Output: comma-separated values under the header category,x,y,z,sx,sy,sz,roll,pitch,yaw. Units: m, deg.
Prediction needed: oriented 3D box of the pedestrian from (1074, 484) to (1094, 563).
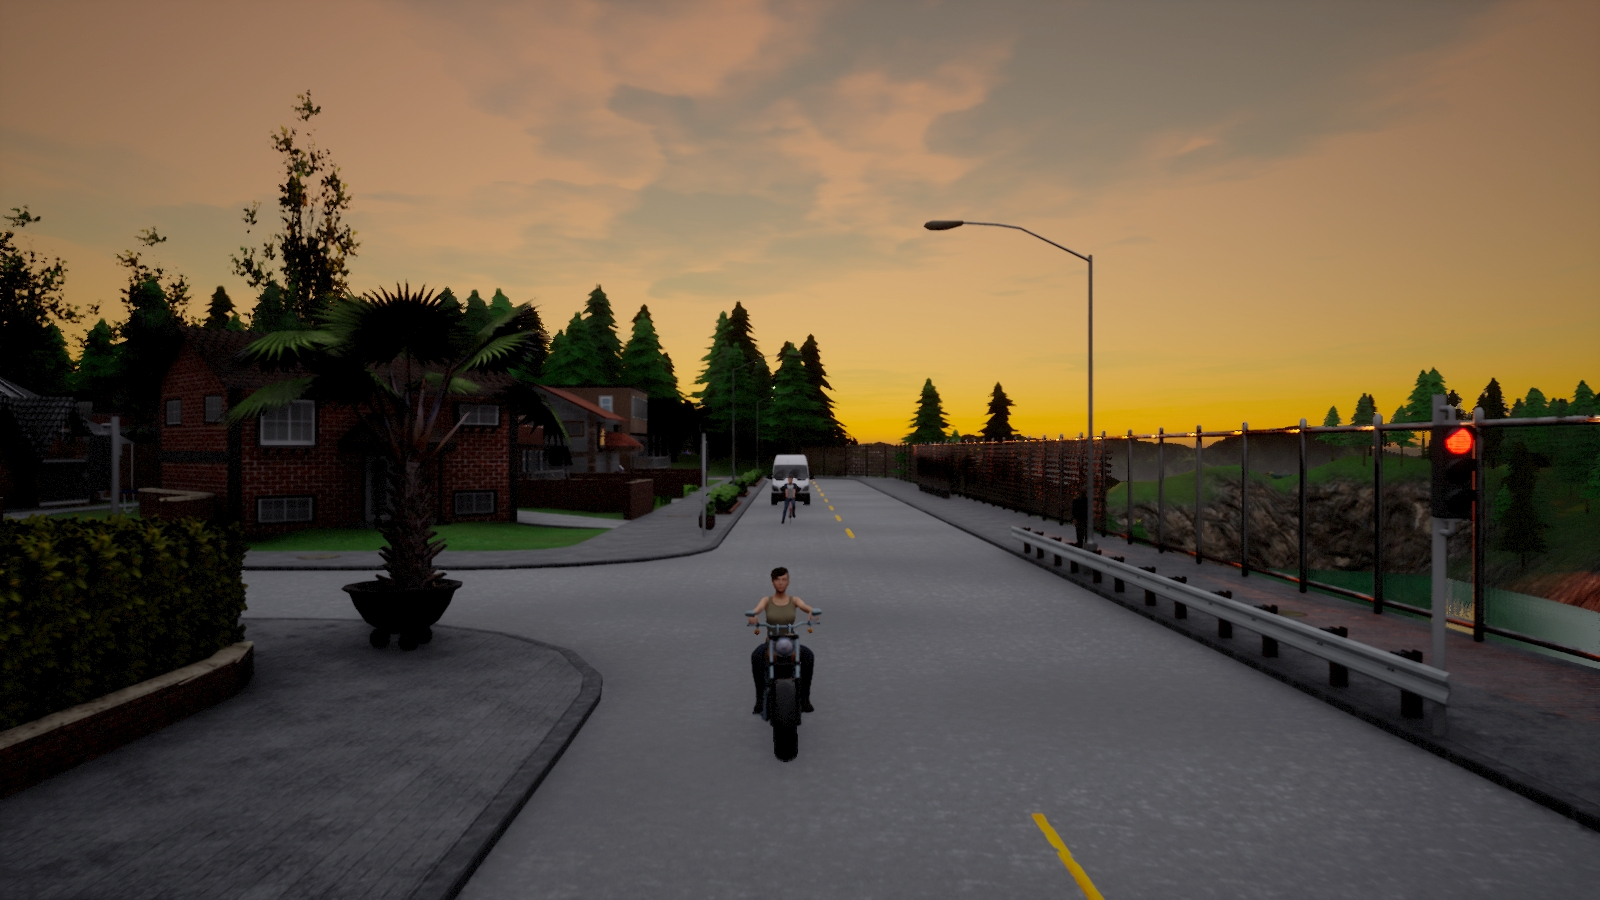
category,x,y,z,sx,sy,sz,roll,pitch,yaw
pedestrian,6.785,1.745,27.275,0.375,1.860,0.375,0,0,-1

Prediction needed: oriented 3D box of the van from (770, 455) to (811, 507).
category,x,y,z,sx,sy,sz,roll,pitch,yaw
van,-0.477,1.535,59.051,1.988,2.561,5.915,0,0,0

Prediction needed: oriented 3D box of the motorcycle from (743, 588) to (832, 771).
category,x,y,z,sx,sy,sz,roll,pitch,yaw
motorcycle,-0.171,2.155,11.201,0.764,1.307,2.356,0,0,-3

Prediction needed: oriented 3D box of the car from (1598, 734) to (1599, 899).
category,x,y,z,sx,sy,sz,roll,pitch,yaw
car,3.944,1.906,1.849,2.097,1.767,4.553,0,0,-1
